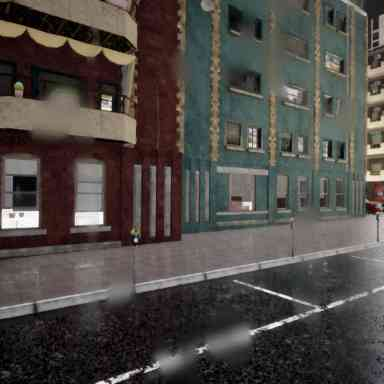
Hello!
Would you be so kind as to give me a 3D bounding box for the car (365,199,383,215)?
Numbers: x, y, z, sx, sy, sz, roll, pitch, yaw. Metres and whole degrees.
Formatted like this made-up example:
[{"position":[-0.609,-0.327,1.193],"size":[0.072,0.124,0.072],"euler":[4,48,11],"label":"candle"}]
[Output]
[{"position":[15.703,1.241,32.220],"size":[2.192,1.841,5.009],"euler":[1,0,-36],"label":"car"}]
